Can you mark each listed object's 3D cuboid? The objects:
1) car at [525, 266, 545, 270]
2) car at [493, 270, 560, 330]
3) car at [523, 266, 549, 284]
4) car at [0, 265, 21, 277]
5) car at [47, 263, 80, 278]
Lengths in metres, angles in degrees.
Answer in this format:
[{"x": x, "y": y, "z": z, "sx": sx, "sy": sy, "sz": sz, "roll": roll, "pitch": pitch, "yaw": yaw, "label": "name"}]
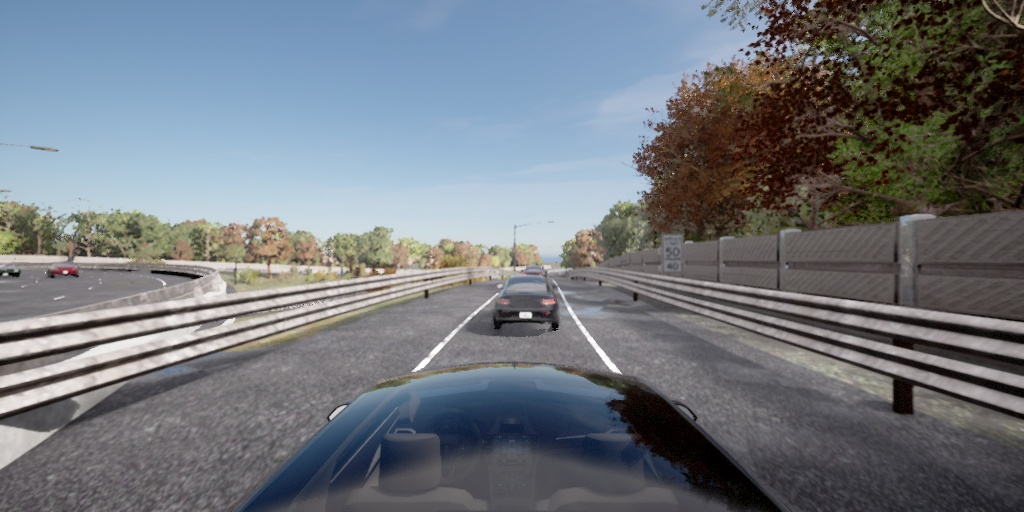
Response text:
[{"x": 1.597, "y": 1.509, "z": 26.446, "sx": 1.812, "sy": 1.442, "sz": 4.674, "roll": 0, "pitch": -2, "yaw": 5, "label": "car"}, {"x": 0.485, "y": 1.334, "z": 11.305, "sx": 1.812, "sy": 1.442, "sz": 4.674, "roll": 0, "pitch": 0, "yaw": 3, "label": "car"}, {"x": 2.240, "y": 1.651, "z": 32.561, "sx": 2.128, "sy": 1.511, "sz": 4.902, "roll": 0, "pitch": -2, "yaw": 5, "label": "car"}, {"x": -52.101, "y": 1.551, "z": 36.699, "sx": 4.718, "sy": 1.301, "sz": 1.895, "roll": 0, "pitch": 0, "yaw": 31, "label": "car"}, {"x": -46.850, "y": 1.482, "z": 37.408, "sx": 4.674, "sy": 1.442, "sz": 1.812, "roll": 0, "pitch": 0, "yaw": 35, "label": "car"}]
